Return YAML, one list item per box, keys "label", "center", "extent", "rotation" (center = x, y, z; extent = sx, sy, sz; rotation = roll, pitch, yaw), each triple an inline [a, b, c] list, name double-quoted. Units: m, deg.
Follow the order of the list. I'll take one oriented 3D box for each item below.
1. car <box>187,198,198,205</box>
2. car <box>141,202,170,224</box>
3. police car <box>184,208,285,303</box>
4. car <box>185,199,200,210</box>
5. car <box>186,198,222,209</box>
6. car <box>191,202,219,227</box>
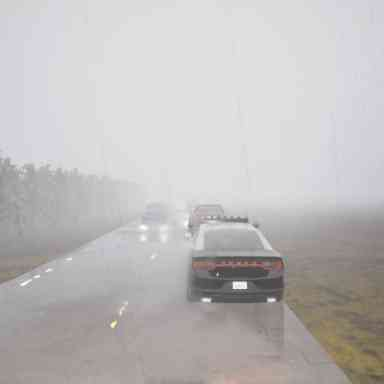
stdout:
- label: "car"
  center: [0.113, 1.778, 63.352]
  extent: [1.994, 1.385, 4.181]
  rotation: [0, 0, 0]
- label: "car"
  center: [-2.705, 1.546, 25.435]
  extent: [1.837, 1.490, 4.892]
  rotation: [0, 0, 0]
- label: "police car"
  center: [0.840, 1.430, 8.391]
  extent: [1.930, 1.638, 5.238]
  rotation: [0, 0, 0]
- label: "car"
  center: [0.109, 1.675, 46.005]
  extent: [2.033, 1.411, 5.357]
  rotation: [0, 0, 1]
- label: "car"
  center: [0.856, 1.373, 18.253]
  extent: [2.097, 1.767, 4.553]
  rotation: [0, 0, 0]
- label: "car"
  center: [0.868, 1.544, 24.282]
  extent: [1.837, 1.490, 4.892]
  rotation: [0, 0, 0]
